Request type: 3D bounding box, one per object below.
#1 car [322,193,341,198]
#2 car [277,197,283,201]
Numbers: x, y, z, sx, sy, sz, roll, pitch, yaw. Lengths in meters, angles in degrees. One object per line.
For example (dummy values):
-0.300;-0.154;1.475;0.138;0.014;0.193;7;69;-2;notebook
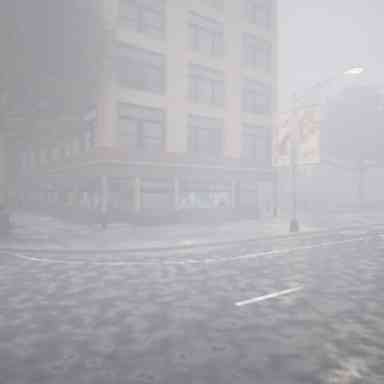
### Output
31.883;1.467;78.863;2.002;1.452;4.674;0;0;-36;car
21.406;1.552;86.345;2.161;1.482;4.786;0;0;-36;car
